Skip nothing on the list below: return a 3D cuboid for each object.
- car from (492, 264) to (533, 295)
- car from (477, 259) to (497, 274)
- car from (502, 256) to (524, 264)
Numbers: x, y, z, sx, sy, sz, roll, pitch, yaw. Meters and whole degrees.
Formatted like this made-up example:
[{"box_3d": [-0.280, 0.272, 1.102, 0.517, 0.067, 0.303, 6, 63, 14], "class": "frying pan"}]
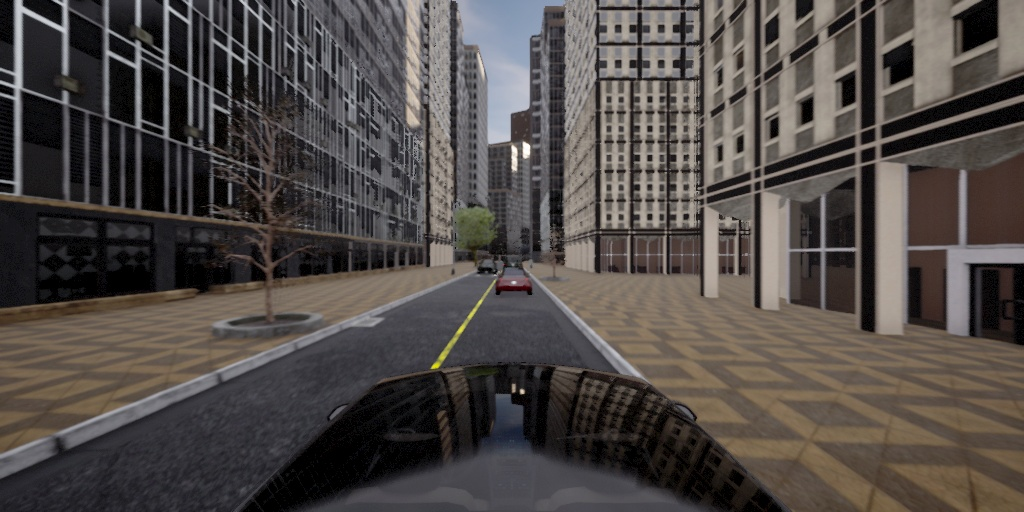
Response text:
[{"box_3d": [0.101, 1.319, 20.094, 1.994, 1.385, 4.181, 0, 0, 0], "class": "car"}, {"box_3d": [-2.751, 1.142, 40.760, 2.097, 1.767, 4.553, 0, 0, 0], "class": "car"}, {"box_3d": [0.102, 1.010, 38.979, 2.150, 2.045, 5.566, 0, 0, 0], "class": "car"}]
